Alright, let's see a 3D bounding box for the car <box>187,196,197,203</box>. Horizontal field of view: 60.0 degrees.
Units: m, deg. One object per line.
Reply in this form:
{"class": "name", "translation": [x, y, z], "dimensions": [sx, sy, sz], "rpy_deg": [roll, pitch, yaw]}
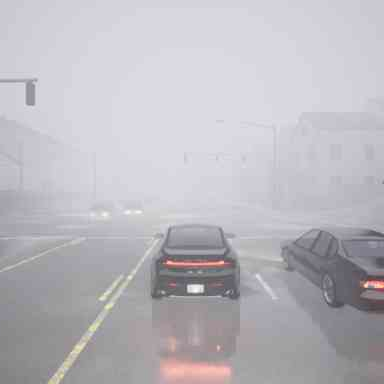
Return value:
{"class": "car", "translation": [0.019, 1.546, 69.214], "dimensions": [2.033, 1.411, 5.357], "rpy_deg": [0, 0, 0]}

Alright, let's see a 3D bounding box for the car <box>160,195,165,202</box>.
{"class": "car", "translation": [-6.981, 1.475, 72.522], "dimensions": [1.882, 1.535, 5.008], "rpy_deg": [0, 0, 0]}

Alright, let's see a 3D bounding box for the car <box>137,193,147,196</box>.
{"class": "car", "translation": [-10.481, 1.223, 69.630], "dimensions": [2.150, 2.045, 5.566], "rpy_deg": [0, 0, 0]}

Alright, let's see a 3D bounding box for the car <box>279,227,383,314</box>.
{"class": "car", "translation": [3.577, 1.547, 7.871], "dimensions": [2.033, 1.411, 5.357], "rpy_deg": [0, 0, 0]}

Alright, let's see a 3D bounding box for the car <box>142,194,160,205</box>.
{"class": "car", "translation": [-7.064, 1.506, 57.314], "dimensions": [1.837, 1.490, 4.892], "rpy_deg": [0, -1, 0]}

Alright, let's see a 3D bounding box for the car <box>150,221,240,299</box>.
{"class": "car", "translation": [0.078, 1.505, 8.448], "dimensions": [1.837, 1.490, 4.892], "rpy_deg": [0, 0, 0]}

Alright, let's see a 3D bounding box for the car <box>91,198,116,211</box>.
{"class": "car", "translation": [-10.588, 1.600, 39.784], "dimensions": [1.895, 1.301, 4.718], "rpy_deg": [0, 0, 0]}

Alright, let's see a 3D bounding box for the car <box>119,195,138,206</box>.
{"class": "car", "translation": [-10.571, 1.525, 54.337], "dimensions": [1.812, 1.442, 4.674], "rpy_deg": [0, 0, 0]}

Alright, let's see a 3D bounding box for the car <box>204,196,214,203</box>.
{"class": "car", "translation": [3.517, 1.544, 69.213], "dimensions": [2.033, 1.411, 5.357], "rpy_deg": [0, 0, 0]}

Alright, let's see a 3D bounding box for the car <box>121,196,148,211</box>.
{"class": "car", "translation": [-7.085, 1.562, 41.184], "dimensions": [1.994, 1.385, 4.181], "rpy_deg": [0, 0, 0]}
